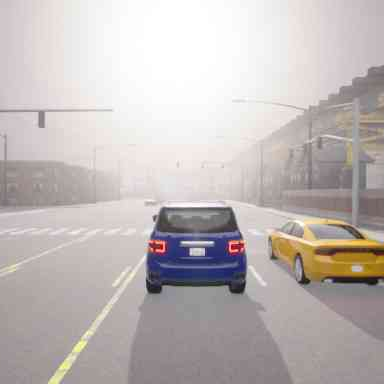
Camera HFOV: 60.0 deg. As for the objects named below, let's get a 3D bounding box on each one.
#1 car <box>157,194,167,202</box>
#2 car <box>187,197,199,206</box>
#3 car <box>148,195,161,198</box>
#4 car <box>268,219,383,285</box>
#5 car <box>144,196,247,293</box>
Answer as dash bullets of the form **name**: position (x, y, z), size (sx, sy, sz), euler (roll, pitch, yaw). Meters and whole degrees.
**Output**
- **car**: position (-6.985, 1.434, 77.884), size (2.097, 1.767, 4.553), euler (0, 0, 0)
- **car**: position (0.122, 1.621, 57.314), size (2.033, 1.411, 5.357), euler (0, 0, 0)
- **car**: position (-7.062, 1.602, 57.953), size (2.033, 1.411, 5.357), euler (0, 0, 0)
- **car**: position (3.566, 1.502, 9.641), size (1.882, 1.535, 5.008), euler (0, 0, 0)
- **car**: position (0.066, 1.235, 9.016), size (2.150, 2.045, 5.566), euler (0, 0, -1)
